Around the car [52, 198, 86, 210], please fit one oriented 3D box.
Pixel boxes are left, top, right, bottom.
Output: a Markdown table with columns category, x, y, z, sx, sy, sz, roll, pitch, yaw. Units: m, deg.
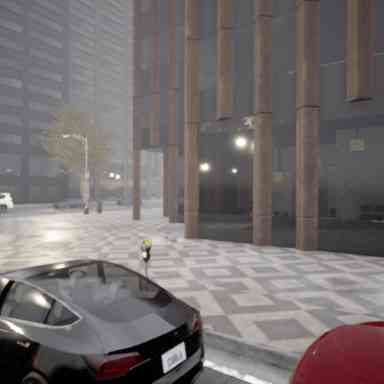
| category | x | y | z | sx | sy | sz | roll | pitch | yaw |
| --- | --- | --- | --- | --- | --- | --- | --- | --- | --- |
| car | -15.353 | 1.466 | 41.974 | 1.994 | 1.385 | 4.181 | 0 | 0 | 36 |

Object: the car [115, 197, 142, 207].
| category | x | y | z | sx | sy | sz | roll | pitch | yaw |
| --- | --- | --- | --- | --- | --- | --- | --- | --- | --- |
| car | -9.498 | 1.445 | 50.197 | 1.994 | 1.385 | 4.181 | 0 | 0 | 35 |

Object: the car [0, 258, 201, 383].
| category | x | y | z | sx | sy | sz | roll | pitch | yaw |
| --- | --- | --- | --- | --- | --- | --- | --- | --- | --- |
| car | -1.852 | 1.562 | 4.288 | 4.313 | 1.339 | 1.947 | 0 | 0 | 36 |

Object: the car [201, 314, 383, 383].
| category | x | y | z | sx | sy | sz | roll | pitch | yaw |
| --- | --- | --- | --- | --- | --- | --- | --- | --- | --- |
| car | 2.733 | 1.317 | 1.009 | 5.009 | 1.841 | 2.192 | 0 | 0 | 36 |

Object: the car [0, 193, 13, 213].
| category | x | y | z | sx | sy | sz | roll | pitch | yaw |
| --- | --- | --- | --- | --- | --- | --- | --- | --- | --- |
| car | -21.201 | 1.146 | 33.766 | 2.150 | 2.045 | 5.566 | 0 | 0 | 35 |
